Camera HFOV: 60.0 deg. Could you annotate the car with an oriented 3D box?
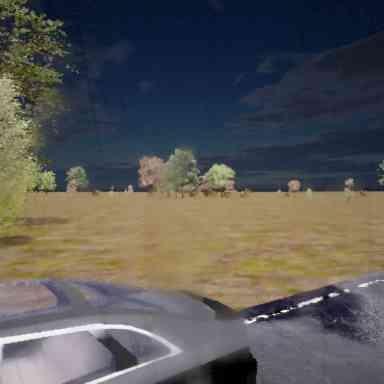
[{"bbox_3d":[-1.700,1.491,2.162,4.902,1.511,2.128,0,0,-35],"label":"car"}]
